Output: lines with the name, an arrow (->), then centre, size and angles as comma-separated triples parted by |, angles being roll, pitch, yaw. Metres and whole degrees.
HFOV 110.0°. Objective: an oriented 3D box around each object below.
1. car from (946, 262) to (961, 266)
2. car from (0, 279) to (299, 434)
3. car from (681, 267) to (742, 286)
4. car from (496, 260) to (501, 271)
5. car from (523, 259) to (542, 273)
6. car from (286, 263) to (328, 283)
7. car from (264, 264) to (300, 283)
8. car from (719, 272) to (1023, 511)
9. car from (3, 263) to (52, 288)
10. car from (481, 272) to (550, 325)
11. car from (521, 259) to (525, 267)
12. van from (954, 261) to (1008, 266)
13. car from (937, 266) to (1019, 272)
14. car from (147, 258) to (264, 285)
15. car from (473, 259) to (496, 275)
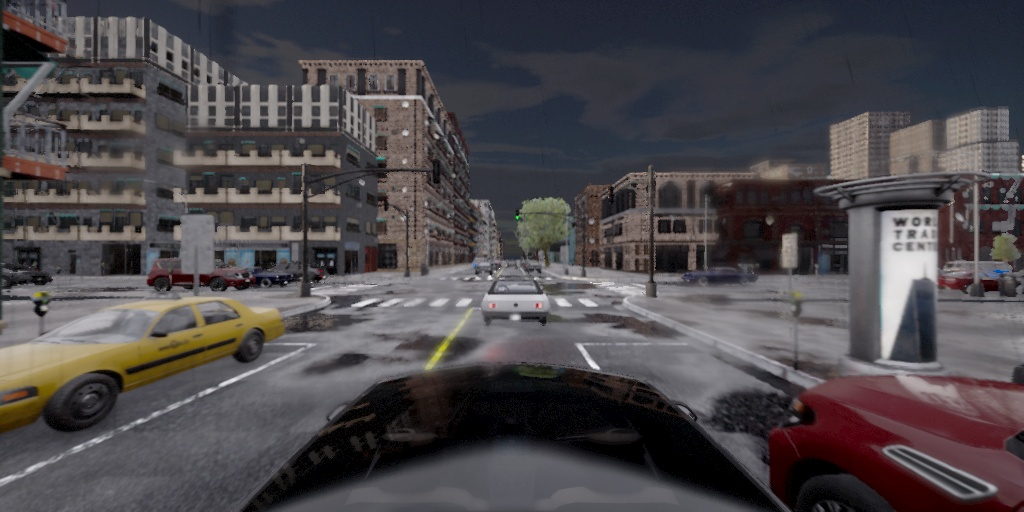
car -> 28.853, 1.413, 26.109 | 5.008, 1.535, 1.882 | -1, 0, 0
car -> -5.691, 1.283, 5.600 | 1.751, 1.417, 4.829 | 0, 0, 0
car -> 14.953, 1.472, 26.017 | 4.718, 1.301, 1.895 | 0, 0, 0
car -> -3.064, 1.454, 52.144 | 1.994, 1.385, 4.181 | 0, 0, 0
car -> 2.698, 1.411, 43.717 | 2.007, 1.370, 4.403 | 0, 0, 0
car -> -15.897, 1.252, 25.773 | 4.892, 1.490, 1.837 | 0, -1, 0
car -> -16.423, 1.342, 22.579 | 4.718, 1.301, 1.895 | 0, 0, 0
car -> 2.690, 1.062, 0.228 | 2.192, 1.841, 5.009 | 0, 0, 0
car -> -32.086, 1.198, 22.493 | 4.892, 1.490, 1.837 | 0, 0, 0
car -> 0.102, 1.371, 11.896 | 1.895, 1.301, 4.718 | 0, 0, 0
car -> 2.699, 1.320, 49.415 | 1.967, 1.591, 4.097 | 0, 0, 0
van -> 37.141, 1.322, 28.759 | 3.998, 1.789, 1.690 | 0, 0, 0
car -> 26.151, 1.457, 20.250 | 4.507, 1.381, 1.888 | 0, 0, 0
car -> -17.273, 1.048, 20.002 | 5.009, 1.841, 2.192 | 0, 0, 0
car -> -3.088, 1.375, 40.585 | 1.812, 1.442, 4.674 | 0, 0, 0
